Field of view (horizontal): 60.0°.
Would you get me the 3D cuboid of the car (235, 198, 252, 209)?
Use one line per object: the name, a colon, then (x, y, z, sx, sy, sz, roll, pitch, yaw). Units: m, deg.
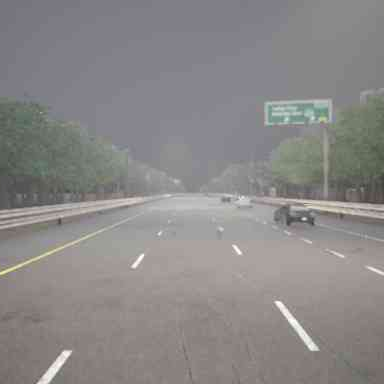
car: (7.065, 1.511, 45.843, 1.812, 1.442, 4.674, 0, 0, 0)

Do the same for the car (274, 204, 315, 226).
car: (7.021, 1.525, 23.067, 1.812, 1.442, 4.674, 0, 0, 0)

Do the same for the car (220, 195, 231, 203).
car: (7.112, 1.442, 71.038, 1.882, 1.535, 5.008, 0, 0, 0)
